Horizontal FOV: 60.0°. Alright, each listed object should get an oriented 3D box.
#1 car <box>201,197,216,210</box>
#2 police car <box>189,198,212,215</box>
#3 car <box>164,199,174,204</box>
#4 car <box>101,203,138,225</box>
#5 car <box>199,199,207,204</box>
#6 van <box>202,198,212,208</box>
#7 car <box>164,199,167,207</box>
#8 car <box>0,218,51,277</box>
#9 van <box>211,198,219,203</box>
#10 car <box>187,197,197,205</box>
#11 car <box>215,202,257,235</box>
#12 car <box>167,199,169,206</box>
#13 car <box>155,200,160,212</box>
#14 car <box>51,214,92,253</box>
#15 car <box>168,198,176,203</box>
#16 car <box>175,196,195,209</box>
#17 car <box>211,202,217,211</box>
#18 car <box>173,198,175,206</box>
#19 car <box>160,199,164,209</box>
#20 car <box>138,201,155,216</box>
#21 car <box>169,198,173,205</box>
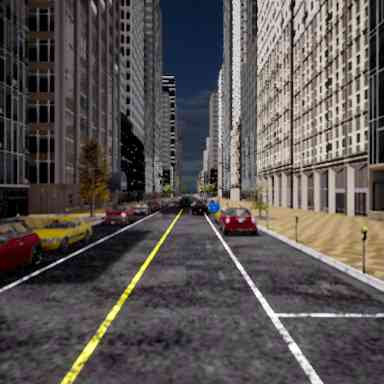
[{"bbox_3d":[2.692,1.831,54.296,2.192,1.841,5.009,-1,-1,0],"label":"car"},{"bbox_3d":[0.908,1.790,38.385,1.930,1.638,5.238,0,-1,0],"label":"police car"},{"bbox_3d":[-5.681,2.335,82.713,2.008,1.369,4.403,-1,-1,0],"label":"car"},{"bbox_3d":[-5.693,1.686,25.880,1.967,1.590,4.097,-1,-1,0],"label":"car"},{"bbox_3d":[2.700,2.335,82.711,2.008,1.369,4.403,-1,-1,0],"label":"car"},{"bbox_3d":[2.693,1.911,59.980,1.690,1.788,3.998,-1,-1,0],"label":"van"},{"bbox_3d":[-5.687,2.066,54.296,2.008,1.369,4.403,-1,-1,0],"label":"car"},{"bbox_3d":[-5.697,1.525,8.830,1.967,1.590,4.097,-1,-1,0],"label":"car"},{"bbox_3d":[2.690,1.749,42.929,1.690,1.788,3.998,-1,-1,0],"label":"van"},{"bbox_3d":[0.015,1.950,74.255,2.097,1.767,4.553,0,-1,0],"label":"car"},{"bbox_3d":[2.686,1.632,20.195,1.967,1.590,4.097,-1,-1,0],"label":"car"},{"bbox_3d":[-5.685,2.151,59.979,1.802,1.307,4.206,-1,-1,0],"label":"car"},{"bbox_3d":[-5.689,1.974,42.929,1.947,1.339,4.313,-1,-1,0],"label":"car"},{"bbox_3d":[-5.695,1.662,14.343,1.752,1.417,4.829,-1,-1,0],"label":"car"},{"bbox_3d":[-5.678,2.473,94.079,1.802,1.307,4.206,-1,-1,0],"label":"car"},{"bbox_3d":[-0.131,1.739,54.661,2.150,2.045,5.566,-1,0,24],"label":"car"},{"bbox_3d":[2.688,1.773,26.047,1.752,1.417,4.829,-1,-1,0],"label":"car"},{"bbox_3d":[-2.986,2.269,71.747,1.895,1.301,4.718,0,-1,0],"label":"car"},{"bbox_3d":[-5.688,2.006,48.613,1.887,1.381,4.507,-1,-1,0],"label":"car"},{"bbox_3d":[-5.690,1.905,37.246,2.008,1.369,4.403,-1,-1,0],"label":"car"},{"bbox_3d":[-5.683,2.228,71.346,2.008,1.369,4.403,-1,-1,0],"label":"car"}]
